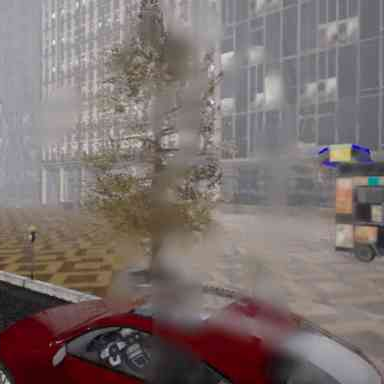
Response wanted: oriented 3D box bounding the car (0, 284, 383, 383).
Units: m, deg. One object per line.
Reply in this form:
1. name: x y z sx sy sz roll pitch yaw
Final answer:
1. car: -0.200 1.560 3.011 4.206 1.307 1.802 0 1 34
